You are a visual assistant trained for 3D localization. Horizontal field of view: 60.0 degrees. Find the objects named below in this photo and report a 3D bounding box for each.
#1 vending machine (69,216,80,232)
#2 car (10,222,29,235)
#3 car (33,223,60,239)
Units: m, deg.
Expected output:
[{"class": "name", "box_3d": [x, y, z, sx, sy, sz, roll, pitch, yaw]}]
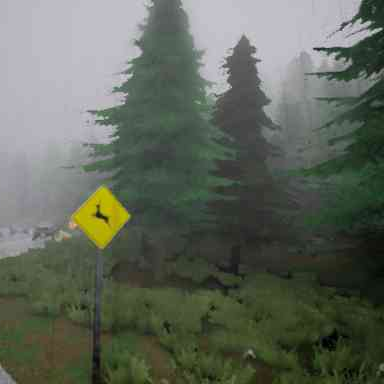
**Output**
[{"class": "vending machine", "box_3d": [-16.463, 4.441, 46.465, 1.100, 2.100, 0.880, 7, -3, -32]}, {"class": "car", "box_3d": [-20.938, 4.378, 40.316, 2.128, 1.511, 4.902, 2, -5, -29]}, {"class": "car", "box_3d": [-14.187, 3.813, 32.561, 1.837, 1.490, 4.892, 2, -5, -15]}]
